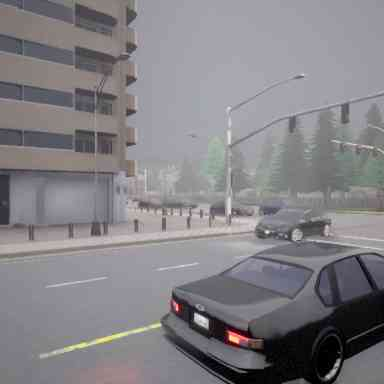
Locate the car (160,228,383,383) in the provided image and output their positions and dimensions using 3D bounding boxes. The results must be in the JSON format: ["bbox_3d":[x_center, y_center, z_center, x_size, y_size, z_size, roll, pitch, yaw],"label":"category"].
[{"bbox_3d":[2.162,1.547,5.320,5.357,1.411,2.033,0,0,-35],"label":"car"}]

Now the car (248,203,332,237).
[{"bbox_3d":[5.072,1.505,16.167,4.892,1.490,1.837,0,3,-43],"label":"car"}]

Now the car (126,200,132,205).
[{"bbox_3d":[-13.314,1.620,61.023,1.994,1.385,4.181,0,0,-35],"label":"car"}]

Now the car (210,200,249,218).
[{"bbox_3d":[3.706,1.560,31.217,1.837,1.490,4.892,0,0,-36],"label":"car"}]

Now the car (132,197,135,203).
[{"bbox_3d":[-10.952,1.408,69.855,2.097,1.767,4.553,0,0,-36],"label":"car"}]

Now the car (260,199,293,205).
[{"bbox_3d":[8.398,1.408,30.759,2.097,1.767,4.553,0,0,-37],"label":"car"}]

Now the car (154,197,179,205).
[{"bbox_3d":[-4.743,1.603,61.283,2.033,1.411,5.357,0,0,-36],"label":"car"}]

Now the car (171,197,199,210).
[{"bbox_3d":[-1.328,1.603,44.207,2.033,1.411,5.357,0,0,-36],"label":"car"}]

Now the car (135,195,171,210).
[{"bbox_3d":[-5.235,1.533,43.646,1.882,1.535,5.008,0,0,-36],"label":"car"}]
